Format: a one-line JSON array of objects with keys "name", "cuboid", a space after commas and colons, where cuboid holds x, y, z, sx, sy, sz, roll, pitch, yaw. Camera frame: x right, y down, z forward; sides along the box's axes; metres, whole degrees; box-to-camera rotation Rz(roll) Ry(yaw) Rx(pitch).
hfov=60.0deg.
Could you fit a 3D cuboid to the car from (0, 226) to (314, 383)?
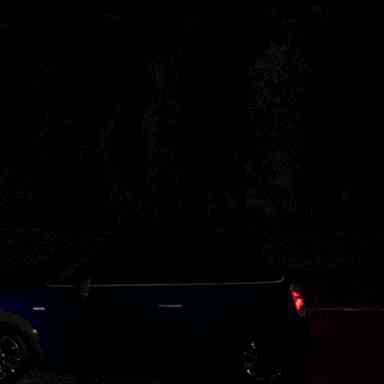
[{"name": "car", "cuboid": [-0.786, 1.346, 4.754, 4.553, 1.767, 2.097, 0, 0, 0]}]
